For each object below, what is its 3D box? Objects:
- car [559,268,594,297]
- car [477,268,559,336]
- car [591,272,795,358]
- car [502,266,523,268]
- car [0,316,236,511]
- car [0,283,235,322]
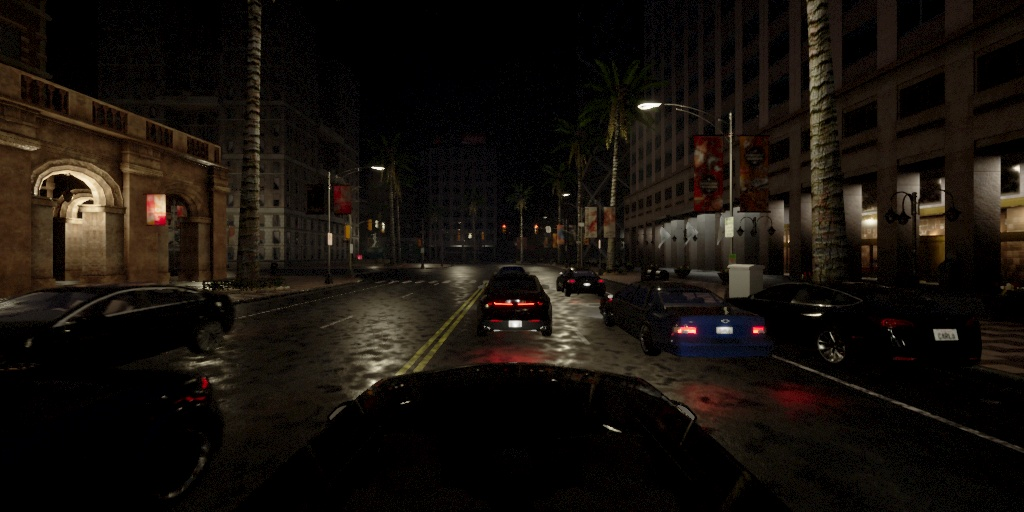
[{"bbox_3d":[3.517,1.314,18.902,1.994,1.385,4.181,0,0,-1],"label":"car"},{"bbox_3d":[0.052,1.254,10.359,1.837,1.490,4.892,0,0,0],"label":"car"},{"bbox_3d":[3.567,1.297,8.550,2.033,1.411,5.357,0,0,0],"label":"car"},{"bbox_3d":[0.013,1.276,19.306,1.812,1.442,4.674,0,0,-2],"label":"car"},{"bbox_3d":[-3.598,1.314,1.499,1.994,1.385,4.181,0,0,0],"label":"car"},{"bbox_3d":[-7.110,1.241,5.987,2.128,1.511,4.902,0,0,0],"label":"car"}]
